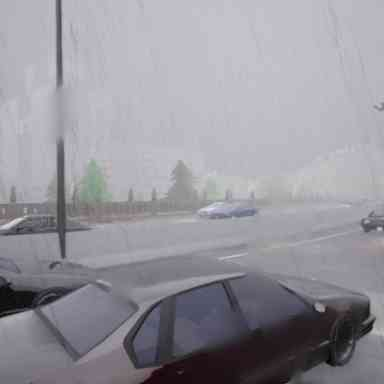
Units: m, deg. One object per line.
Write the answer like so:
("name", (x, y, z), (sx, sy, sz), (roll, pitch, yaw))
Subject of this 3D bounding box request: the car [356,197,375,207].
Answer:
("car", (29.549, 1.639, 56.506), (1.837, 1.490, 4.892), (0, 0, 41))

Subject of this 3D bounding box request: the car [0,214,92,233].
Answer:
("car", (-6.149, 1.584, 12.710), (4.674, 1.442, 1.812), (0, 0, -37))

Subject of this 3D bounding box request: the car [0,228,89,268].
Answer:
("car", (-4.143, 1.576, 5.188), (5.357, 1.411, 2.033), (0, 0, -36))

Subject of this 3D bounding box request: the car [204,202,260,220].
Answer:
("car", (3.463, 1.573, 26.208), (1.882, 1.535, 5.008), (0, 0, 42))

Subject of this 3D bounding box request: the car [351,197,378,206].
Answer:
("car", (22.661, 1.664, 43.105), (1.994, 1.385, 4.181), (0, 0, 41))

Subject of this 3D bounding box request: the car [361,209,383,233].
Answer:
("car", (11.317, 1.630, 19.001), (1.895, 1.301, 4.718), (0, 0, 43))

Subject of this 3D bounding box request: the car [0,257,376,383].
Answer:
("car", (0.118, 1.560, 3.999), (5.357, 1.411, 2.033), (0, 0, -37))

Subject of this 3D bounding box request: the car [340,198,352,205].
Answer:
("car", (28.591, 1.725, 60.751), (1.994, 1.385, 4.181), (0, 0, 41))

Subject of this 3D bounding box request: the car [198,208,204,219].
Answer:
("car", (2.506, 1.647, 30.362), (1.812, 1.442, 4.674), (0, 0, 42))
